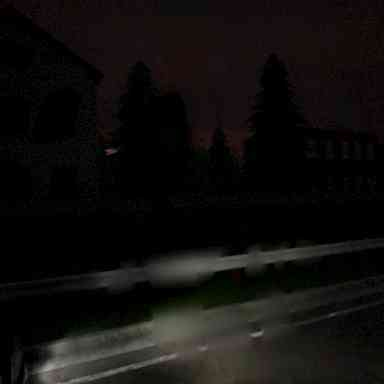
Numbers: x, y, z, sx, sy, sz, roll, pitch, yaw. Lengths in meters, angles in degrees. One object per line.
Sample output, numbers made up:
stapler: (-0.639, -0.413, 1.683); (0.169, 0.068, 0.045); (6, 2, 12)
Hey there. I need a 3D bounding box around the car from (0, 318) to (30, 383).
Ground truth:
car: (-3.778, 1.561, 2.559); (4.553, 1.767, 2.097); (-1, -2, -27)
